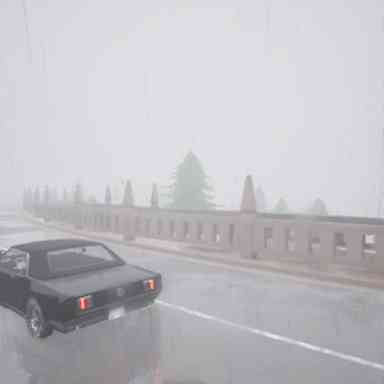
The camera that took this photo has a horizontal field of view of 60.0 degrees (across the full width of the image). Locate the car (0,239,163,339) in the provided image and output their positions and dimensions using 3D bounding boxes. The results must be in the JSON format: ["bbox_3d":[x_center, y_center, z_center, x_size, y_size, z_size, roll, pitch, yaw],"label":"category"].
[{"bbox_3d":[-2.852,1.612,6.666,4.718,1.301,1.895,0,0,41],"label":"car"}]
